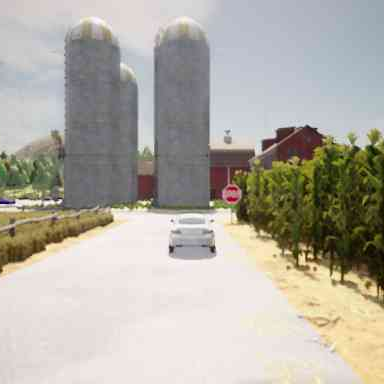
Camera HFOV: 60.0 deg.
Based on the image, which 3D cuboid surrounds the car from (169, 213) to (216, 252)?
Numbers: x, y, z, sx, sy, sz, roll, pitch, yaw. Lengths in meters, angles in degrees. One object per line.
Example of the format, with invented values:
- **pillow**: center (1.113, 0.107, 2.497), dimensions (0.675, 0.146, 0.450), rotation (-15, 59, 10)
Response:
- **car**: center (0.006, 1.620, 14.359), dimensions (1.812, 1.442, 4.674), rotation (0, 0, 0)

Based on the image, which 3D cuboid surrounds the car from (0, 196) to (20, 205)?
- **car**: center (-36.952, 1.706, 65.014), dimensions (4.611, 1.667, 2.242), rotation (0, 0, 0)
